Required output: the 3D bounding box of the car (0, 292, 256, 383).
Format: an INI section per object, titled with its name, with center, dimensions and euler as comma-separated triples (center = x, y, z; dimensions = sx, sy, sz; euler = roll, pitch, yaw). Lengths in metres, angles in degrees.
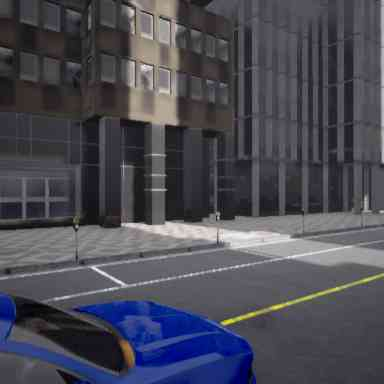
[car]
center = -1.704, 1.471, 2.218
dimensions = 5.008, 1.535, 1.882
euler = 0, 0, -35
